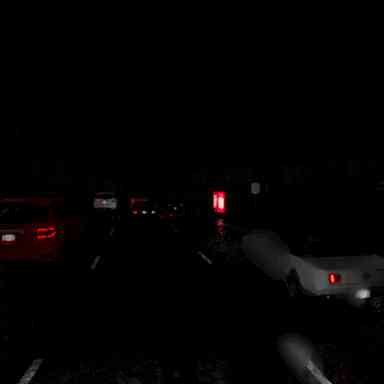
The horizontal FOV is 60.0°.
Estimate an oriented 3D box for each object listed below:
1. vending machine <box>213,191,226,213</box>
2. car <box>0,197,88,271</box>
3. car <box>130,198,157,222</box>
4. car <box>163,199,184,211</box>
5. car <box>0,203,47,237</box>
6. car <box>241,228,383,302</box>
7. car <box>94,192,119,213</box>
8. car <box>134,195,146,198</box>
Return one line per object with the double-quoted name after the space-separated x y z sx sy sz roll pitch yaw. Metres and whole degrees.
2.677 0.983 32.242 1.100 2.100 0.880 0 0 -10 "vending machine"
-4.811 1.181 10.678 2.150 2.045 5.566 0 0 -9 "car"
-3.641 1.413 24.952 2.033 1.411 5.357 0 0 -10 "car"
-2.101 1.387 36.610 1.895 1.301 4.718 0 0 -10 "car"
-9.657 1.462 18.550 1.812 1.442 4.674 0 0 -10 "car"
2.735 1.535 8.179 1.895 1.301 4.718 0 0 -9 "car"
-8.838 1.056 34.479 2.150 2.045 5.566 0 0 -10 "car"
-6.498 1.131 41.499 2.097 1.767 4.553 0 0 -10 "car"
